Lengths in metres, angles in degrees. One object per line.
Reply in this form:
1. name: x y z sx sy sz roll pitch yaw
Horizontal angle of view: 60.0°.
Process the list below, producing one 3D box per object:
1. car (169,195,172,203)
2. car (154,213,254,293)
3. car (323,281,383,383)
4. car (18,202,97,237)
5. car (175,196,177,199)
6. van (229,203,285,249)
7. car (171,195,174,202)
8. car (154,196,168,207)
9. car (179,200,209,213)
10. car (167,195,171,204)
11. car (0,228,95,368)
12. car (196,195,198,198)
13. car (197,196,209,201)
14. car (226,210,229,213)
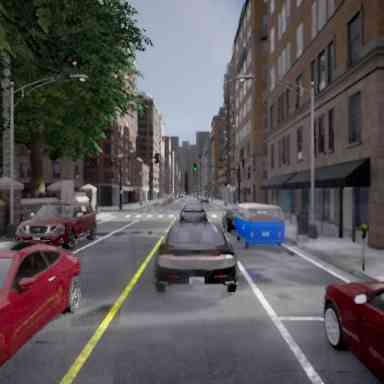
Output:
1. car: -5.690 1.868 69.248 1.887 1.381 4.507 0 0 0
2. car: 0.098 1.538 8.957 2.128 1.511 4.902 0 0 0
3. car: 2.854 1.563 3.380 1.887 1.381 4.507 0 0 0
4. car: -5.674 1.390 14.659 2.192 1.841 5.009 0 0 0
5. car: -5.695 1.959 85.600 2.008 1.369 4.403 0 0 0
6. van: 2.851 1.416 14.702 1.690 1.788 3.998 0 0 0
7. car: -5.692 1.895 74.699 1.887 1.381 4.507 0 0 0
8. car: -5.687 1.795 58.177 1.752 1.417 4.829 0 0 0
9. car: 0.091 1.611 24.207 2.128 1.511 4.902 0 0 0
10. car: -5.688 1.847 63.797 2.008 1.369 4.403 0 0 0
11. car: -3.099 1.552 5.020 1.812 1.442 4.674 0 0 0
12. car: 2.830 1.959 85.634 2.008 1.369 4.403 0 0 0
13. car: 2.833 1.791 74.738 1.967 1.590 4.097 0 0 0
14. car: 2.850 1.668 20.361 1.947 1.339 4.313 0 0 0
